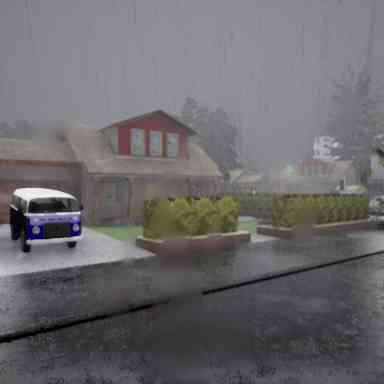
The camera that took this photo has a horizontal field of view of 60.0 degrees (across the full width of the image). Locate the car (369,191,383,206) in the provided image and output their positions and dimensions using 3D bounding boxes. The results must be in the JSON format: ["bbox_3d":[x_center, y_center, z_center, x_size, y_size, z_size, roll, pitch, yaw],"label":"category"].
[{"bbox_3d":[23.738,0.720,40.869,3.866,1.878,1.905,0,0,-1],"label":"car"}]
